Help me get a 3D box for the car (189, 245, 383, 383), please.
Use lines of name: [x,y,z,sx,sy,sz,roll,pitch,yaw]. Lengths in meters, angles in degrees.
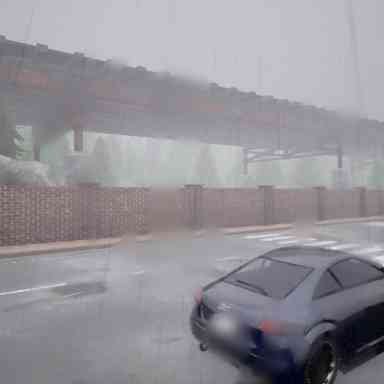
car: [2.019,1.564,5.198,4.181,1.385,1.994,0,0,-36]
